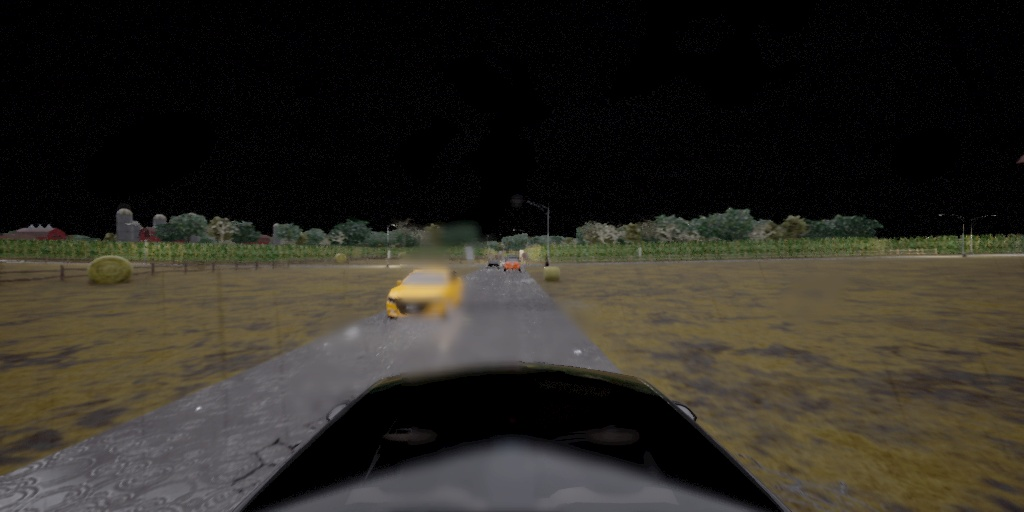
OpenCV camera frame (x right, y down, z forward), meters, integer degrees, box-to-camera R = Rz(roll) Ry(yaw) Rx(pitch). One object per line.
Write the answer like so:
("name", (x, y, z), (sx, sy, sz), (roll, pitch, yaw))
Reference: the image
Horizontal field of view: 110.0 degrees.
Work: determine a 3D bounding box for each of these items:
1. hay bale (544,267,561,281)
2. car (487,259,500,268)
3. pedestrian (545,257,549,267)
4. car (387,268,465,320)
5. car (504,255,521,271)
("hay bale", (3.117, 1.359, 28.045), (1.220, 1.180, 1.240), (0, 0, 0))
("car", (-2.765, 1.180, 55.188), (1.895, 1.301, 4.718), (0, 0, 0))
("pedestrian", (2.817, 0.973, 29.162), (0.375, 1.860, 0.375), (-1, 2, -10))
("car", (-2.852, 1.214, 12.752), (1.882, 1.535, 5.008), (0, 0, 0))
("car", (0.058, 0.982, 45.686), (2.097, 1.767, 4.553), (0, 0, 0))
